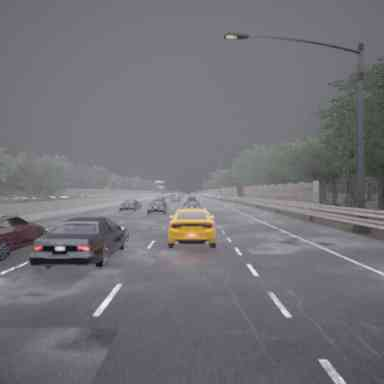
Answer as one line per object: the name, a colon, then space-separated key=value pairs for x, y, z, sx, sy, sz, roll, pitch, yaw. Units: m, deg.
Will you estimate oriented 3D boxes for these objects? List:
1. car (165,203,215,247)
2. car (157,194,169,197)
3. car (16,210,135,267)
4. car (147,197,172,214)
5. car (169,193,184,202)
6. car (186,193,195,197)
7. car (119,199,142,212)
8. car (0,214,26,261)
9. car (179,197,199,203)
car: x=-0.003 y=1.484 z=15.105 sx=1.882 sy=1.535 sz=5.008 roll=0 pitch=0 yaw=0
car: x=-7.016 y=1.428 z=74.282 sx=2.128 sy=1.511 sz=4.902 roll=0 pitch=0 yaw=0
car: x=-3.503 y=1.553 z=11.336 sx=2.033 sy=1.411 sz=5.357 roll=0 pitch=0 yaw=0
car: x=-3.506 y=1.535 z=34.573 sx=2.033 sy=1.411 sz=5.357 roll=0 pitch=0 yaw=0
car: x=-3.516 y=1.456 z=74.325 sx=1.994 sy=1.385 sz=4.181 roll=0 pitch=0 yaw=0
car: x=-0.016 y=1.404 z=74.335 sx=1.837 sy=1.490 sz=4.892 roll=0 pitch=0 yaw=0
car: x=-7.008 y=1.528 z=38.320 sx=2.033 sy=1.411 sz=5.357 roll=0 pitch=0 yaw=0
car: x=-7.003 y=1.531 z=12.089 sx=1.812 sy=1.442 sz=4.674 roll=0 pitch=0 yaw=0
car: x=-0.008 y=1.536 z=34.573 sx=2.033 sy=1.411 sz=5.357 roll=0 pitch=0 yaw=0
